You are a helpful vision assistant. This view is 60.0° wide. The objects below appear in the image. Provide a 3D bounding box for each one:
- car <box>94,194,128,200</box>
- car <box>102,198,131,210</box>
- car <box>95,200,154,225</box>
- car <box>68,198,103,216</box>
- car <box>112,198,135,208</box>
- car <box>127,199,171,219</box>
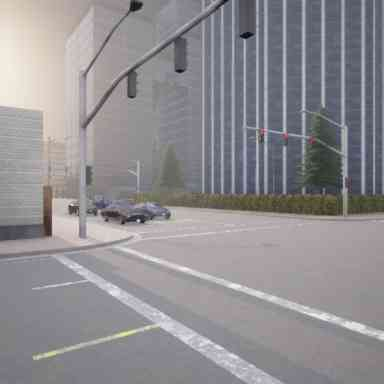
[{"bbox_3d":[-9.329,1.277,36.947,2.150,2.045,5.566,0,0,-36],"label":"car"},{"bbox_3d":[-10.165,1.547,44.423,2.128,1.511,4.902,0,0,-36],"label":"car"},{"bbox_3d":[-5.262,1.603,25.262,2.033,1.411,5.357,0,0,-36],"label":"car"},{"bbox_3d":[-10.932,1.560,33.171,1.837,1.490,4.892,0,0,-36],"label":"car"},{"bbox_3d":[-10.576,1.619,50.993,1.994,1.385,4.181,0,0,-36],"label":"car"},{"bbox_3d":[-3.667,1.581,29.075,1.812,1.442,4.674,0,0,-36],"label":"car"}]
